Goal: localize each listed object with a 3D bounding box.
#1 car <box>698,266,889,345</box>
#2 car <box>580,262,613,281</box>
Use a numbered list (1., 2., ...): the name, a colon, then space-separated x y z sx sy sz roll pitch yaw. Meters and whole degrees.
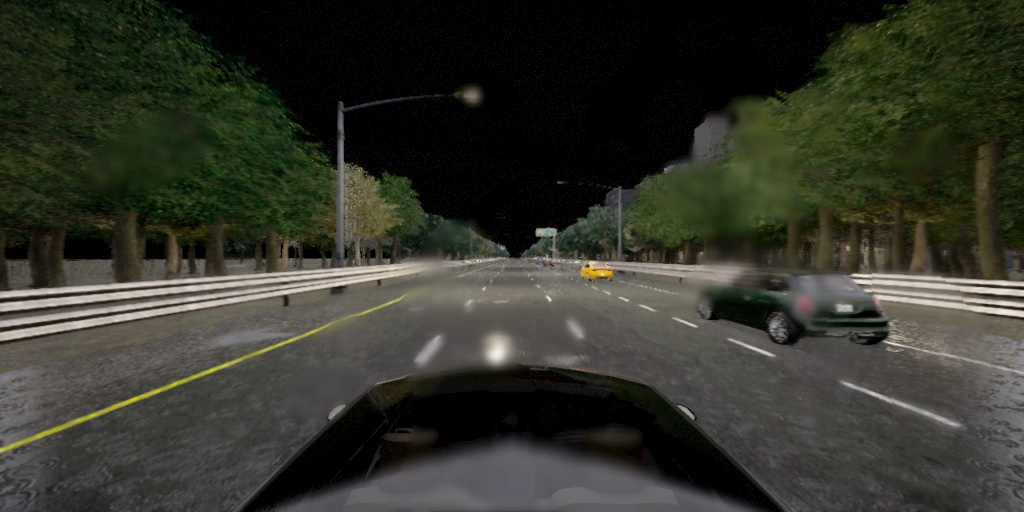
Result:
1. car: 7.001 1.116 9.663 2.097 1.767 4.553 0 0 0
2. car: 7.040 1.287 30.284 1.882 1.535 5.008 0 0 0
